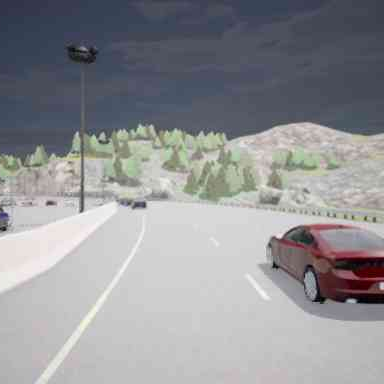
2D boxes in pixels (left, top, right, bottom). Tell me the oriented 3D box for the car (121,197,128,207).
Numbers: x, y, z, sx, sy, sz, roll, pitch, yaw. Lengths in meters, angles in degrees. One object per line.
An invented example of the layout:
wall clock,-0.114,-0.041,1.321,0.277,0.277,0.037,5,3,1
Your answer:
car,-10.667,1.734,57.921,1.837,1.490,4.892,0,0,-19

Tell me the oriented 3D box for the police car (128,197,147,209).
police car,-7.699,1.612,48.243,1.930,1.638,5.238,0,0,-15

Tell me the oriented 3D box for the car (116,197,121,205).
car,-12.725,1.759,63.705,1.837,1.490,4.892,0,0,-21

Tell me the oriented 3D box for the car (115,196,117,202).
car,-19.124,1.756,81.253,2.033,1.411,5.357,0,0,-27

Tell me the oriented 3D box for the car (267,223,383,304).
car,3.299,1.496,8.272,1.882,1.535,5.008,0,0,-2
